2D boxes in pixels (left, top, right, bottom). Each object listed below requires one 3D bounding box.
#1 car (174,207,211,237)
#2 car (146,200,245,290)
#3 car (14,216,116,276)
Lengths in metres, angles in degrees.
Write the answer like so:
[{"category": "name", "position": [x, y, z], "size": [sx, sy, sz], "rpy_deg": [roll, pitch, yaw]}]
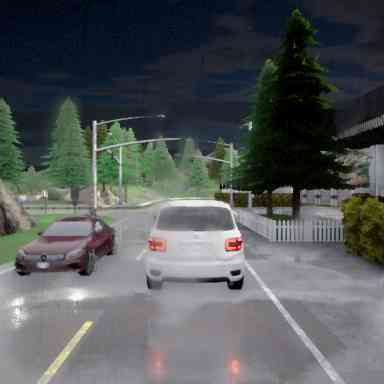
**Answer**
[{"category": "car", "position": [0.015, 1.601, 18.997], "size": [1.895, 1.301, 4.718], "rpy_deg": [0, 0, 0]}, {"category": "car", "position": [0.063, 1.221, 9.234], "size": [2.150, 2.045, 5.566], "rpy_deg": [0, 0, 0]}, {"category": "car", "position": [-3.633, 1.525, 10.438], "size": [1.812, 1.442, 4.674], "rpy_deg": [0, 0, 0]}]
